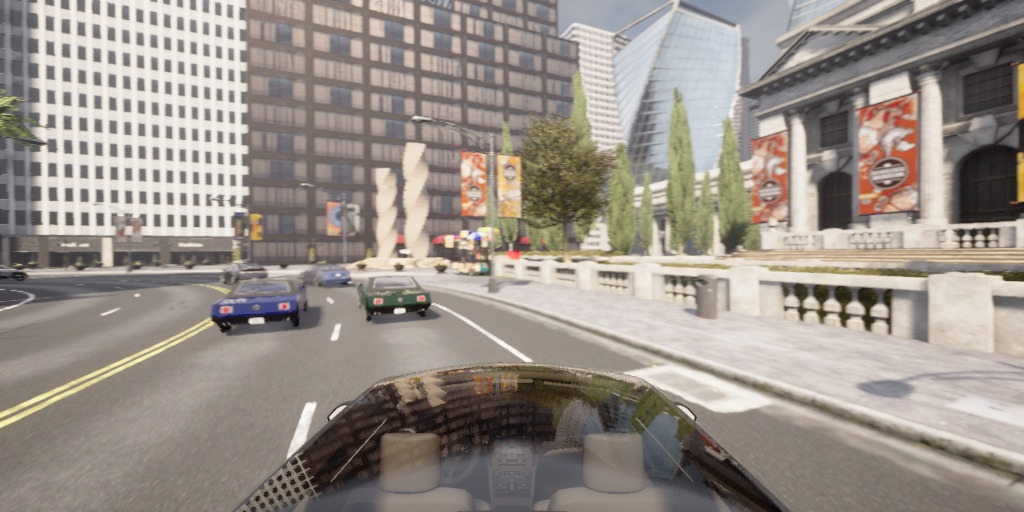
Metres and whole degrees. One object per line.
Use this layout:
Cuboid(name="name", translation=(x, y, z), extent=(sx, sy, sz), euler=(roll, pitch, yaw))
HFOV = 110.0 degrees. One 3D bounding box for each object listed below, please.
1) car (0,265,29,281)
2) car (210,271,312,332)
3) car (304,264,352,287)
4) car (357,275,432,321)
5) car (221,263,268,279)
Cuboid(name="car", translation=(-43.413, 1.417, 29.773), extent=(4.892, 1.490, 1.837), euler=(-1, 0, 0))
Cuboid(name="car", translation=(-7.469, 1.339, 11.076), extent=(1.895, 1.301, 4.718), euler=(-1, 1, -27))
Cuboid(name="car", translation=(-12.480, 1.222, 23.871), extent=(2.033, 1.411, 5.357), euler=(-1, 1, -45))
Cuboid(name="car", translation=(-4.246, 1.298, 12.408), extent=(1.895, 1.301, 4.718), euler=(-1, 1, -26))
Cuboid(name="car", translation=(-18.025, 1.216, 24.132), extent=(4.902, 1.511, 2.128), euler=(0, 1, 40))
